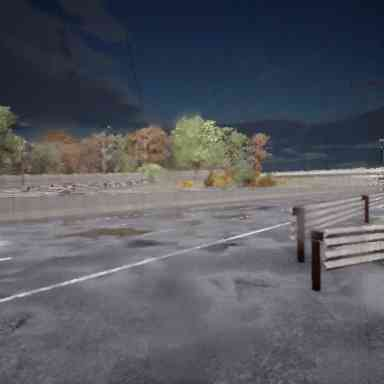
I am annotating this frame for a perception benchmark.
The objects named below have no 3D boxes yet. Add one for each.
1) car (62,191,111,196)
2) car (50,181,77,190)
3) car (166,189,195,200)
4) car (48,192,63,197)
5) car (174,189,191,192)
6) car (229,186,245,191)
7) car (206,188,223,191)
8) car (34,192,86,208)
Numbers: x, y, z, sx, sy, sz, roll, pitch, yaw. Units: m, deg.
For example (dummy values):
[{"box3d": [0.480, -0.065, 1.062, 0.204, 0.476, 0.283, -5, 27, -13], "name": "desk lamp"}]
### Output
[{"box3d": [-8.965, 0.778, 30.745, 1.882, 1.535, 5.008, 0, 1, 36], "name": "car"}, {"box3d": [-23.454, -0.927, 60.917, 2.150, 2.045, 5.566, -1, 3, 16], "name": "car"}, {"box3d": [-1.745, 0.366, 52.265, 1.837, 1.490, 4.892, 0, 1, 37], "name": "car"}, {"box3d": [-11.856, 0.852, 32.724, 2.033, 1.411, 5.357, 0, 1, 36], "name": "car"}, {"box3d": [-1.690, 0.445, 46.479, 2.128, 1.511, 4.902, 0, 1, 37], "name": "car"}, {"box3d": [7.894, -0.218, 59.346, 1.837, 1.490, 4.892, 0, 1, 36], "name": "car"}, {"box3d": [2.789, 0.246, 46.643, 2.097, 1.767, 4.553, 0, 1, 37], "name": "car"}, {"box3d": [-14.057, 0.790, 35.631, 1.837, 1.490, 4.892, 0, 1, 36], "name": "car"}]
